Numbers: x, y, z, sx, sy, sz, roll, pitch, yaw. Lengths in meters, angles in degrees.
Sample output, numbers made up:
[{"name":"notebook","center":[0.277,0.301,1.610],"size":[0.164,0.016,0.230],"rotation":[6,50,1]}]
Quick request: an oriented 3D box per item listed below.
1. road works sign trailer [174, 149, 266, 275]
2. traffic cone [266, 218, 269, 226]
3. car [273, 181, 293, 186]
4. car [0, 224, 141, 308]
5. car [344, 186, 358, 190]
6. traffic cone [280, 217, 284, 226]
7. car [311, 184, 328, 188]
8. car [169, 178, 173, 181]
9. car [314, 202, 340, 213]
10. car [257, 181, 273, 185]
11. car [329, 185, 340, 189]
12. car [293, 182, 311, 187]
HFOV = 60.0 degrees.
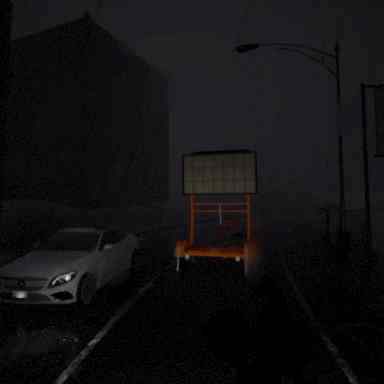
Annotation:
[{"name":"road works sign trailer","center":[0.922,0.486,10.660],"size":[2.380,3.560,2.880],"rotation":[-1,0,17]},{"name":"traffic cone","center":[5.170,2.060,22.988],"size":[0.340,0.580,0.340],"rotation":[-2,-1,16]},{"name":"car","center":[19.368,-1.562,74.319],"size":[5.008,1.535,2.097],"rotation":[2,-5,-25]},{"name":"car","center":[-2.672,1.574,8.227],"size":[1.812,1.442,4.674],"rotation":[-1,0,10]},{"name":"car","center":[38.950,-0.717,84.716],"size":[4.892,1.521,2.231],"rotation":[3,-5,-30]},{"name":"traffic cone","center":[6.122,2.028,22.699],"size":[0.340,0.580,0.340],"rotation":[-2,-1,17]},{"name":"car","center":[29.404,-1.122,79.386],"size":[4.792,1.488,2.163],"rotation":[2,-5,-27]},{"name":"car","center":[-5.939,-2.468,63.455],"size":[4.553,1.767,2.185],"rotation":[1,-5,-23]},{"name":"car","center":[18.715,2.065,46.051],"size":[4.674,1.442,1.812],"rotation":[1,-4,-39]},{"name":"car","center":[14.338,-1.711,71.981],"size":[4.674,1.452,2.002],"rotation":[2,-5,-24]},{"name":"car","center":[34.249,-0.898,82.022],"size":[4.674,1.452,2.002],"rotation":[3,-5,-29]},{"name":"car","center":[24.325,-1.491,76.759],"size":[4.553,1.767,2.185],"rotation":[2,-5,-26]}]
